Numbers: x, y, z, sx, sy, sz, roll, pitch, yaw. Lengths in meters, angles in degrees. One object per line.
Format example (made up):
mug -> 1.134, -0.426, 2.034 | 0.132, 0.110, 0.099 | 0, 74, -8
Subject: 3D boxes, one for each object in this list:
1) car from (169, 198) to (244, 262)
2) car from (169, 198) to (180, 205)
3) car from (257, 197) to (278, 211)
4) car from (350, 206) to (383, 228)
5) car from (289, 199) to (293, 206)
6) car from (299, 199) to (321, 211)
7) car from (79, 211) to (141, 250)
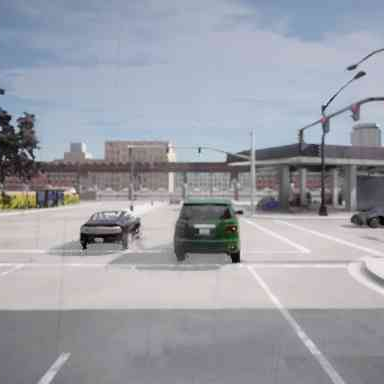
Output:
car -> 0.753, 1.285, 12.621 | 2.150, 2.045, 5.566 | 0, 0, 8
car -> -3.555, 1.889, 67.820 | 1.994, 1.385, 4.181 | 0, 0, 0
car -> 9.675, 1.501, 42.568 | 2.242, 1.667, 4.611 | 0, 0, 0
car -> 12.974, 1.673, 22.422 | 4.181, 1.385, 1.994 | 0, 0, -1
car -> 18.841, 1.896, 61.217 | 4.718, 1.301, 1.895 | 0, 0, -27
car -> 15.420, 1.665, 43.334 | 1.970, 1.475, 3.806 | 0, 0, 0
car -> -3.414, 1.563, 14.649 | 2.128, 1.511, 4.902 | 0, 0, 0
